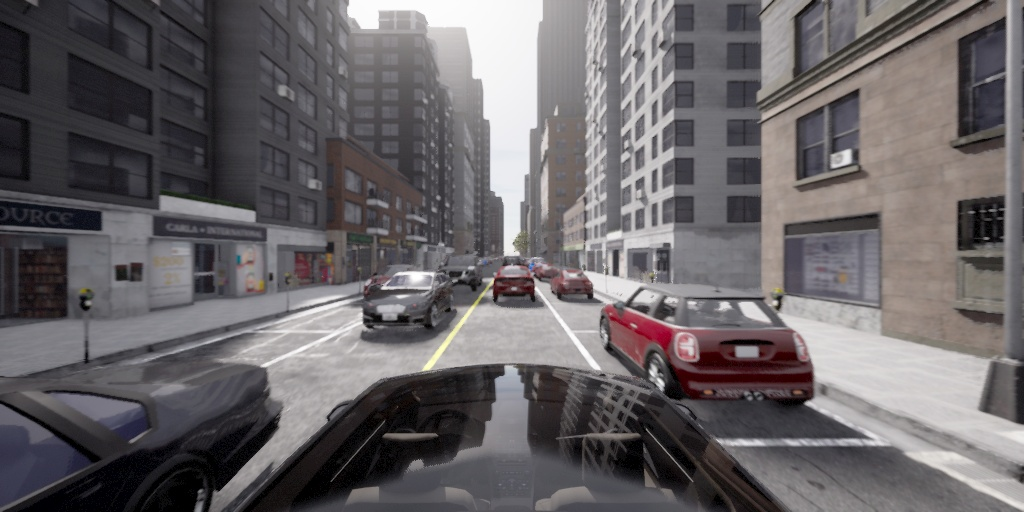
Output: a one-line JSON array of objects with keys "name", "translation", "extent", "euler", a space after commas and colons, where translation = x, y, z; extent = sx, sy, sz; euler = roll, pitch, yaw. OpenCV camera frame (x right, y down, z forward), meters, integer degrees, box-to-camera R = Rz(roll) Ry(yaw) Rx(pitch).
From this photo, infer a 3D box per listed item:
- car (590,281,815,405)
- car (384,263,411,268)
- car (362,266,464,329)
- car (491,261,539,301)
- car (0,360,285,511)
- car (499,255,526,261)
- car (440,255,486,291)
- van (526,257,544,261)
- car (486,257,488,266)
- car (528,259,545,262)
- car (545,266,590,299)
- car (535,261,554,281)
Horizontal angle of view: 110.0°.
[{"name": "car", "translation": [2.856, 1.184, 6.299], "extent": [1.967, 1.591, 4.097], "euler": [0, 0, 0]}, {"name": "car", "translation": [-5.675, 1.174, 17.613], "extent": [1.967, 1.591, 4.097], "euler": [0, 0, 0]}, {"name": "car", "translation": [-3.005, 1.232, 11.274], "extent": [2.128, 1.511, 4.902], "euler": [0, 0, 0]}, {"name": "car", "translation": [0.094, 1.211, 17.413], "extent": [1.882, 1.535, 5.008], "euler": [0, 0, 0]}, {"name": "car", "translation": [-3.070, 1.299, 0.972], "extent": [2.033, 1.411, 5.357], "euler": [0, 0, 0]}, {"name": "car", "translation": [0.036, 0.961, 37.833], "extent": [2.150, 2.045, 5.566], "euler": [0, 0, 1]}, {"name": "car", "translation": [-3.010, 0.951, 21.859], "extent": [2.150, 2.045, 5.566], "euler": [0, 0, 0]}, {"name": "van", "translation": [2.839, 1.082, 40.223], "extent": [1.690, 1.789, 3.998], "euler": [0, 0, 0]}, {"name": "car", "translation": [-5.697, 1.359, 62.860], "extent": [1.802, 1.307, 4.207], "euler": [0, 0, 0]}, {"name": "car", "translation": [2.842, 1.277, 34.568], "extent": [1.888, 1.381, 4.507], "euler": [0, 0, 0]}, {"name": "car", "translation": [2.850, 1.315, 17.609], "extent": [1.802, 1.307, 4.207], "euler": [0, 0, 0]}, {"name": "car", "translation": [2.845, 1.308, 28.914], "extent": [1.802, 1.307, 4.207], "euler": [0, 0, 0]}]
